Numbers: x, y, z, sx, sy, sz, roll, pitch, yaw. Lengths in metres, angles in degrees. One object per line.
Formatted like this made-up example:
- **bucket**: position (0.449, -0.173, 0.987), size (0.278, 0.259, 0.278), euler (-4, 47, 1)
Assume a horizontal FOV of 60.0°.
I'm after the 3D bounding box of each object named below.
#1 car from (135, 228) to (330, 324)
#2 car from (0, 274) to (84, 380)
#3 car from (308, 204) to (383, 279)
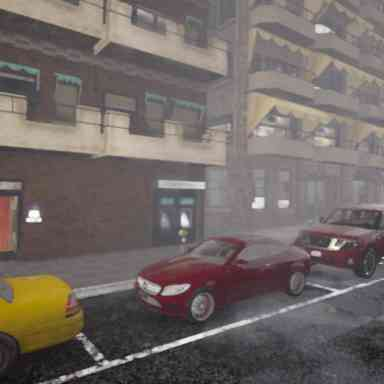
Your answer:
- **car**: position (0.856, 1.587, 7.114), size (4.206, 1.307, 1.802), euler (0, 1, -35)
- **car**: position (-3.796, 1.525, 3.793), size (4.829, 1.417, 1.752), euler (0, 1, -35)
- **car**: position (5.375, 1.325, 10.332), size (5.009, 1.841, 2.192), euler (0, 1, -35)
